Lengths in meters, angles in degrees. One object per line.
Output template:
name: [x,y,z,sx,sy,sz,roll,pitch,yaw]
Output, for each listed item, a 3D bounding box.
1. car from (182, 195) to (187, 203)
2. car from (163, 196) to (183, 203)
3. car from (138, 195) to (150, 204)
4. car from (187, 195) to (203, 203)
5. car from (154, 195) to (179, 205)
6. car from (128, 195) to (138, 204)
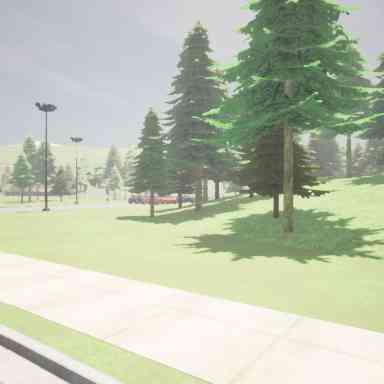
car: [-1.582,1.366,69.401,2.097,1.767,4.553,0,0,36]
car: [-4.096,1.570,71.871,1.994,1.385,4.181,0,0,36]
car: [-7.229,1.366,61.602,2.097,1.767,4.553,0,0,37]
car: [1.505,1.577,67.692,1.994,1.385,4.181,0,0,36]
car: [-4.528,1.365,59.367,2.097,1.767,4.553,0,0,37]
car: [-9.992,1.367,63.676,2.097,1.767,4.553,0,0,37]
